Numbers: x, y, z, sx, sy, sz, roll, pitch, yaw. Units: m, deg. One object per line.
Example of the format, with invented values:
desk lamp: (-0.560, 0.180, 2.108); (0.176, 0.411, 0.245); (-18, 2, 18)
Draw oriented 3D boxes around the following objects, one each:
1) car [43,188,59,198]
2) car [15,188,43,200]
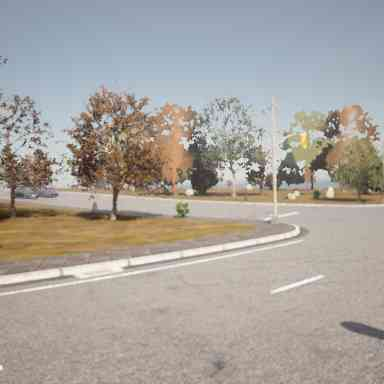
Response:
car: (-22.688, 0.132, 51.448); (5.357, 1.411, 2.033); (3, 4, 38)
car: (-23.867, 0.272, 47.900); (4.674, 1.442, 1.812); (3, 3, 39)
